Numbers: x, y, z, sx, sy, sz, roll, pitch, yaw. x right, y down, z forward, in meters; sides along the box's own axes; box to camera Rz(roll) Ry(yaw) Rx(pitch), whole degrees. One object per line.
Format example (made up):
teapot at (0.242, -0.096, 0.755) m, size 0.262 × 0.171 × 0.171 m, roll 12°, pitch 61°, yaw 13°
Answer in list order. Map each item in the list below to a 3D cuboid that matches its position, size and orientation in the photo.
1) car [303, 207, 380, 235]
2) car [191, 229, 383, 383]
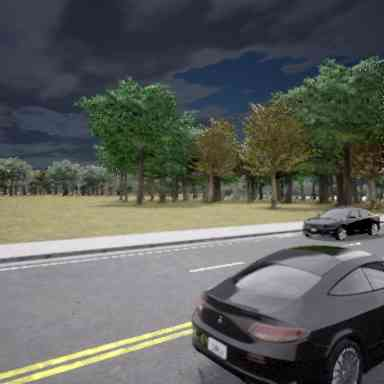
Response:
car at (7.803, 1.547, 17.231) m, size 5.008 × 1.535 × 1.882 m, roll 0°, pitch 0°, yaw -35°
car at (2.151, 1.544, 4.973) m, size 4.674 × 1.442 × 1.812 m, roll 0°, pitch 0°, yaw -35°
